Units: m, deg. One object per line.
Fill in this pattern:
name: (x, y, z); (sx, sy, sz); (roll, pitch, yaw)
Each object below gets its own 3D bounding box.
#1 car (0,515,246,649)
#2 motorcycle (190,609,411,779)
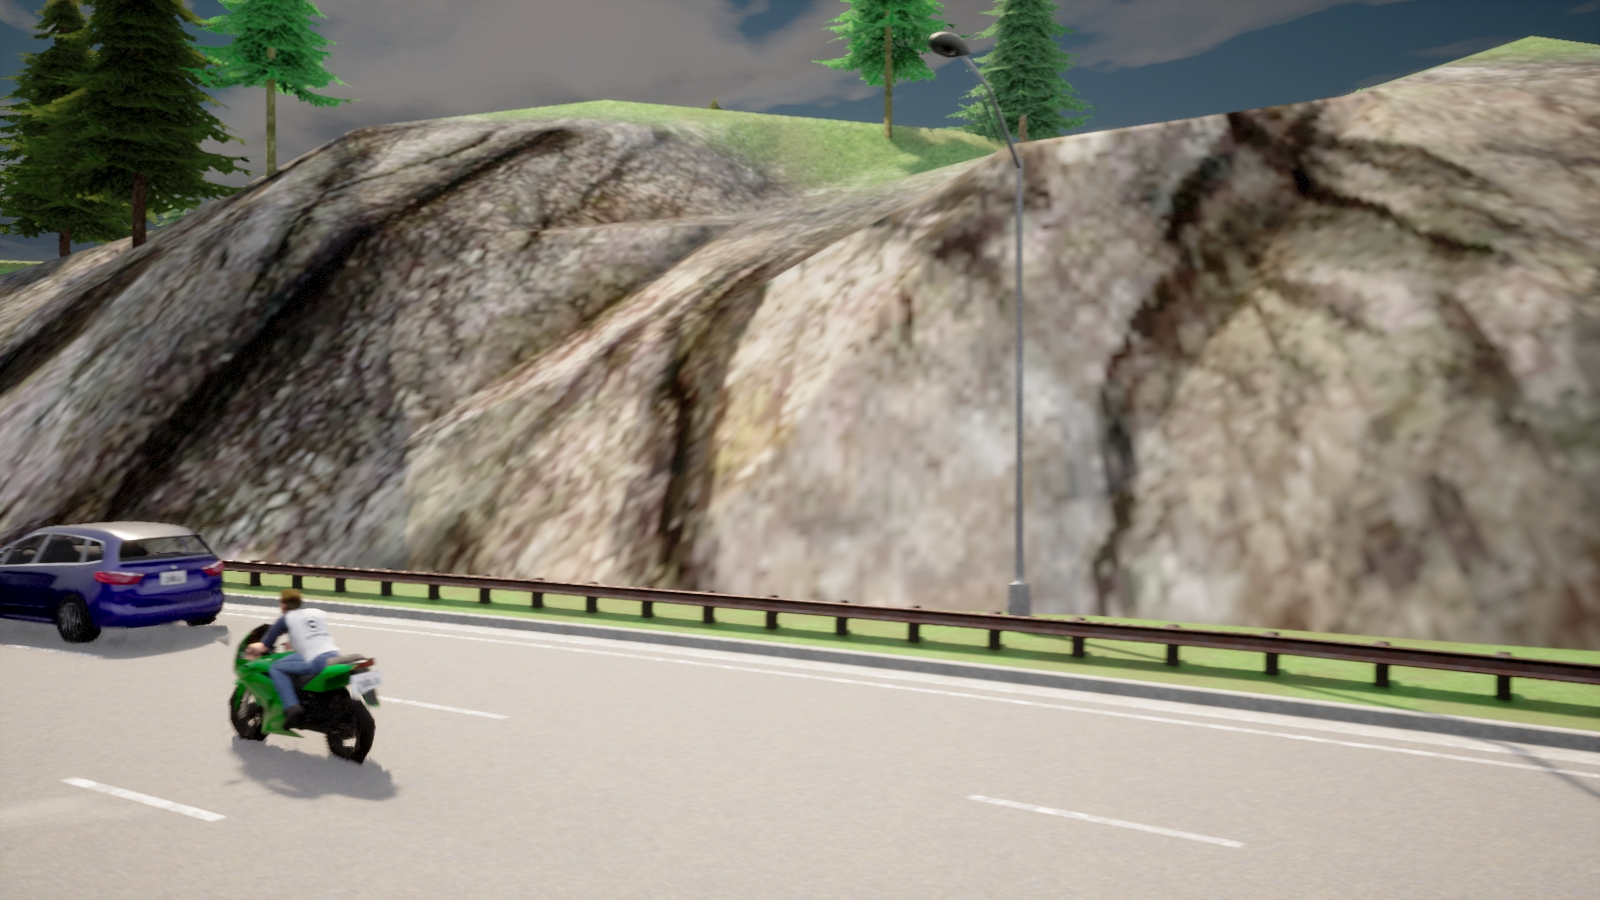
car: (-11.318, 1.967, 18.068); (4.611, 1.667, 2.242); (0, 0, 27)
motorcycle: (-4.622, 2.185, 10.535); (2.033, 1.199, 0.803); (0, 1, 30)
